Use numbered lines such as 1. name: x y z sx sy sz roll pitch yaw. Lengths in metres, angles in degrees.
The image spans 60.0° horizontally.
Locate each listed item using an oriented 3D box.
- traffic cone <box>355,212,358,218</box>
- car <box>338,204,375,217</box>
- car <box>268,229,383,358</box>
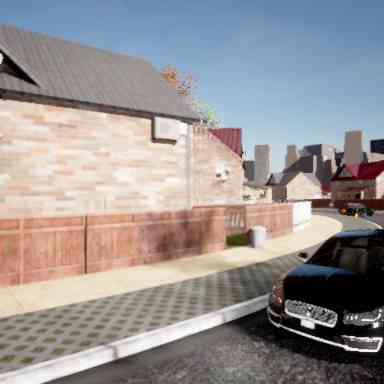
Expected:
1. traffic cone: 15.653 2.175 31.628 0.340 0.580 0.340 0 -1 8
2. car: 16.831 1.859 34.203 1.895 1.301 4.718 0 -1 4
3. car: 3.320 1.514 6.151 4.892 1.490 1.837 0 0 -43
